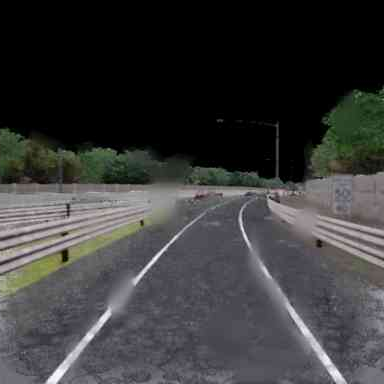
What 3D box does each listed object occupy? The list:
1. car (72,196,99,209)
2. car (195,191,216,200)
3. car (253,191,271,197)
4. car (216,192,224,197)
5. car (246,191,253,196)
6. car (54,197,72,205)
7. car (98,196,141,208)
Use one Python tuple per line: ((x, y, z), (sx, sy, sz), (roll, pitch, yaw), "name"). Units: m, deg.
((-10.772, 1.154, 38.028), (2.128, 1.511, 4.902), (1, 1, 27), "car")
((2.349, 0.522, 64.076), (2.097, 1.767, 4.553), (-1, 1, 27), "car")
((18.566, 0.472, 88.421), (2.033, 1.411, 5.357), (1, 1, 27), "car")
((6.022, 0.574, 79.094), (1.895, 1.301, 4.718), (1, 1, 27), "car")
((16.345, 0.393, 91.787), (1.837, 1.490, 4.892), (1, 0, 27), "car")
((-13.885, 1.232, 39.627), (1.895, 1.301, 4.718), (1, 1, 27), "car")
((-7.636, 1.292, 36.476), (1.895, 1.301, 4.718), (1, 1, 27), "car")
